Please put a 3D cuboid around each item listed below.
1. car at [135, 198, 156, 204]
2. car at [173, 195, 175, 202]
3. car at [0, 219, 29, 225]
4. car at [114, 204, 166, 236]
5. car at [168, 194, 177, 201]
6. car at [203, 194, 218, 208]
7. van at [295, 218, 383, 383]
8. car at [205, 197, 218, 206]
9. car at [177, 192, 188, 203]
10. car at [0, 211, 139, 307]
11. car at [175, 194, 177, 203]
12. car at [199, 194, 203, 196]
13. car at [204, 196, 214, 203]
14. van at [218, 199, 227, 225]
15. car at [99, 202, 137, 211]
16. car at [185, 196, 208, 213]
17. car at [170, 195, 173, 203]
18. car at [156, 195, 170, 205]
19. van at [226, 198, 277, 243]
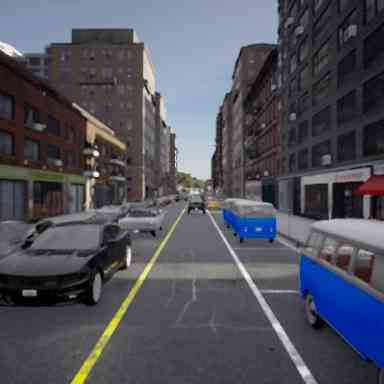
[{"bbox_3d":[-5.038,1.511,32.884,1.947,1.339,4.313,0,0,1],"label":"car"},{"bbox_3d":[-4.724,1.472,61.295,1.947,1.339,4.313,0,0,1],"label":"car"},{"bbox_3d":[-5.289,1.540,10.157,1.947,1.339,4.313,0,0,1],"label":"car"},{"bbox_3d":[-2.653,1.572,18.244,1.895,1.301,4.718,0,0,1],"label":"car"},{"bbox_3d":[-4.536,1.321,78.340,1.967,1.590,4.097,0,0,1],"label":"car"},{"bbox_3d":[2.686,1.409,42.860,1.801,1.575,5.366,0,0,1],"label":"car"},{"bbox_3d":[2.674,1.343,4.386,1.690,1.788,3.998,0,0,1],"label":"van"},{"bbox_3d":[3.238,1.480,55.524,1.887,1.381,4.507,0,0,1],"label":"car"},{"bbox_3d":[-2.011,1.123,68.128,2.150,2.045,5.566,0,0,1],"label":"car"},{"bbox_3d":[-2.769,1.461,8.223,1.882,1.535,5.008,0,0,1],"label":"car"},{"bbox_3d":[-4.661,1.338,66.976,1.967,1.590,4.097,0,0,1],"label":"car"},{"bbox_3d":[0.609,1.446,47.360,1.837,1.490,4.892,0,0,1],"label":"car"},{"bbox_3d":[3.363,1.464,66.888,1.887,1.381,4.507,0,0,1],"label":"car"},{"bbox_3d":[2.862,1.323,21.433,1.690,1.788,3.998,0,0,1],"label":"van"},{"bbox_3d":[-5.163,1.511,21.521,2.008,1.369,4.403,0,0,1],"label":"car"},{"bbox_3d":[0.487,1.460,36.094,1.837,1.490,4.892,0,0,1],"label":"car"},{"bbox_3d":[-4.787,1.459,55.613,1.887,1.381,4.507,0,0,1],"label":"car"},{"bbox_3d":[-4.850,1.473,49.930,2.008,1.369,4.403,0,0,1],"label":"car"},{"bbox_3d":[2.799,1.330,15.750,1.690,1.788,3.998,0,0,1],"label":"van"}]
